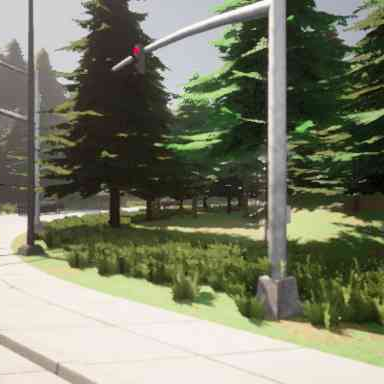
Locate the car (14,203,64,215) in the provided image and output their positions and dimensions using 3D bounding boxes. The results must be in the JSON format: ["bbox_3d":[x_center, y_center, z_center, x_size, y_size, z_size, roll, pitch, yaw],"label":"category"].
[{"bbox_3d":[-15.228,1.502,33.370,1.882,1.535,5.008,0,0,26],"label":"car"}]

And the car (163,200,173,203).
[{"bbox_3d":[-4.062,1.625,50.049,4.718,1.301,1.895,0,0,-43],"label":"car"}]
